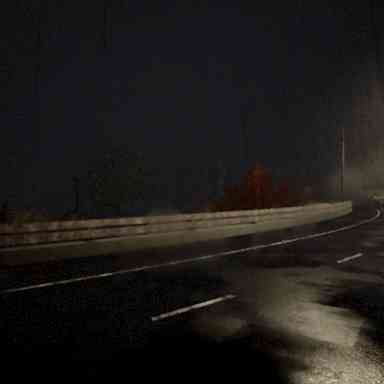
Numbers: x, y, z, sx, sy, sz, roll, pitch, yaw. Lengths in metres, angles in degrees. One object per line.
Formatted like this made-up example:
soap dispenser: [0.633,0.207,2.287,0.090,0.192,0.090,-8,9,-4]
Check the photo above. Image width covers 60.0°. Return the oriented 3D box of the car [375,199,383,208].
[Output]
car: [29.657,1.750,51.576,1.895,1.301,4.718,0,0,21]
